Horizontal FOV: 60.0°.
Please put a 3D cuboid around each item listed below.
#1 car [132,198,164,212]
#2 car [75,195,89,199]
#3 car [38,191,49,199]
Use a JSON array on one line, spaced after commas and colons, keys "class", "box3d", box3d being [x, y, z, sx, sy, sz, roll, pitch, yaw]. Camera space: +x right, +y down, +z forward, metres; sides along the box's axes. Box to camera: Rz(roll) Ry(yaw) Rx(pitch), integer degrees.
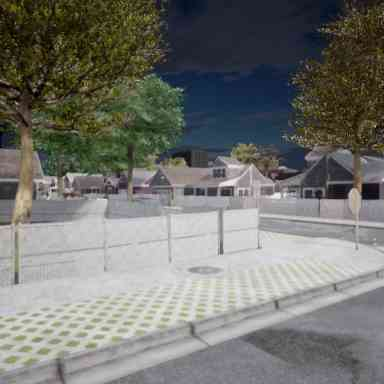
[{"class": "car", "box3d": [-4.547, 1.354, 32.640, 1.837, 1.490, 4.892, 0, 1, -36]}, {"class": "car", "box3d": [-16.005, 1.260, 48.765, 2.128, 1.511, 4.902, 0, 0, -36]}, {"class": "car", "box3d": [-37.344, 0.807, 83.203, 2.150, 2.045, 5.566, 0, 0, -36]}]
